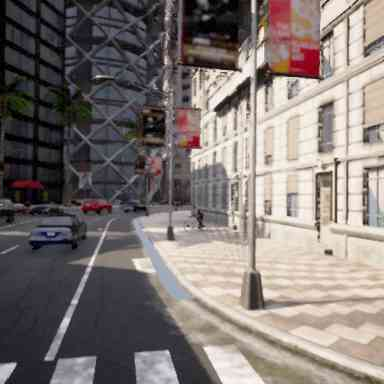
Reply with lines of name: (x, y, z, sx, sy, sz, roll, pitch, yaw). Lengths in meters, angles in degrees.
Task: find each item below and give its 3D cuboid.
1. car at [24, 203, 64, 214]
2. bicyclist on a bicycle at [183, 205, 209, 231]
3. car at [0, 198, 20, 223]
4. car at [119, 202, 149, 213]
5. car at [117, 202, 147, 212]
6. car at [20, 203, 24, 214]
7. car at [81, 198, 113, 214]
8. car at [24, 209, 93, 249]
car: (-16.611, 1.984, 38.306, 2.033, 1.411, 5.357, 1, -1, 3)
bicyclist on a bicycle: (0.261, 1.671, 20.933, 1.656, 1.620, 0.582, 1, -1, -12)
car: (-15.391, 1.453, 25.358, 2.150, 2.045, 5.566, 1, -1, -10)
car: (-7.996, 2.259, 47.366, 2.033, 1.411, 5.357, 1, -1, 16)
car: (-9.639, 2.351, 53.999, 2.033, 1.411, 5.357, 0, -1, 25)
car: (-20.080, 1.897, 37.202, 1.812, 1.442, 4.674, 1, -1, 1)
car: (-12.401, 1.810, 43.696, 2.150, 2.045, 5.566, 1, -1, 10)
car: (-6.082, 1.739, 15.566, 2.033, 1.411, 5.357, 1, -1, -12)
